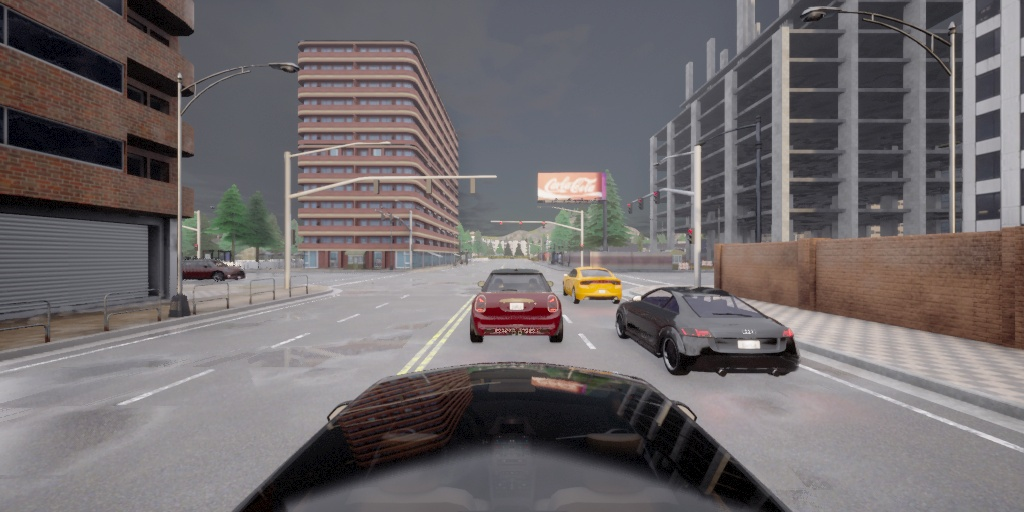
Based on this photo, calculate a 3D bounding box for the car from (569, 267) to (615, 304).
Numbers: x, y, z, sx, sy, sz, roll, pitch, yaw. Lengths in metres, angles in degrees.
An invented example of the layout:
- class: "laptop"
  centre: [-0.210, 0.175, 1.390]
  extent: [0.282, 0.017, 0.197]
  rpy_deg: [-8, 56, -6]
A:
- class: "car"
  centre: [3.501, 1.228, 16.389]
  extent: [1.882, 1.535, 5.008]
  rpy_deg: [0, 0, 0]

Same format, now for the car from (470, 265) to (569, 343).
- class: "car"
  centre: [0.101, 1.102, 9.862]
  extent: [2.097, 1.767, 4.553]
  rpy_deg: [0, 0, 0]

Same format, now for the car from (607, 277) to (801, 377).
- class: "car"
  centre: [3.599, 1.314, 7.456]
  extent: [1.994, 1.385, 4.181]
  rpy_deg: [0, 0, 0]

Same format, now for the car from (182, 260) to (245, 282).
- class: "car"
  centre: [-23.680, 1.102, 28.181]
  extent: [4.553, 1.767, 2.097]
  rpy_deg: [0, 0, 0]
